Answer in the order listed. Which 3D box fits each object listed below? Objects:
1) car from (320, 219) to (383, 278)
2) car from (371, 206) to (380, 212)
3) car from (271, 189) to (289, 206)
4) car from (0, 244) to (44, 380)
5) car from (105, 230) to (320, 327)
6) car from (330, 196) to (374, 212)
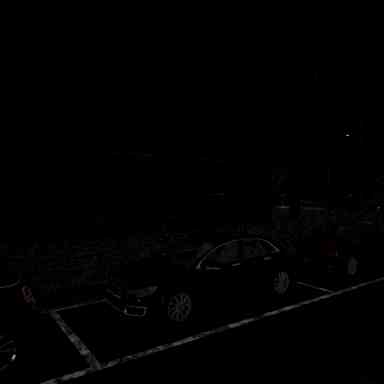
[{"bbox_3d":[4.852,1.545,10.120,4.507,1.381,1.887,0,0,-36],"label":"car"},{"bbox_3d":[9.293,1.441,13.292,4.097,1.590,1.967,0,0,-36],"label":"car"},{"bbox_3d":[9.900,0.698,41.515,2.150,2.045,5.566,0,1,-35],"label":"car"},{"bbox_3d":[-4.029,1.440,3.776,4.097,1.590,1.967,0,0,-36],"label":"car"},{"bbox_3d":[0.412,1.551,6.948,4.403,1.369,2.008,0,0,-36],"label":"car"},{"bbox_3d":[15.992,1.171,33.015,2.128,1.511,4.902,0,1,-36],"label":"car"}]
